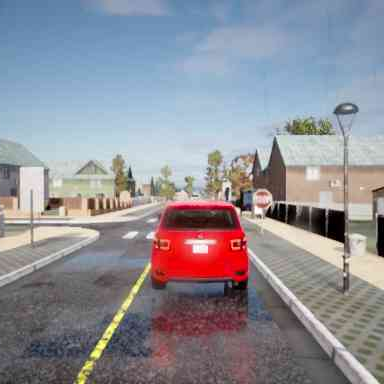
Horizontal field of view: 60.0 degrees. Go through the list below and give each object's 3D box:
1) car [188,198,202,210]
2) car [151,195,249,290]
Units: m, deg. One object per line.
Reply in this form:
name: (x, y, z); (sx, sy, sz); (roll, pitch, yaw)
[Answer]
car: (0.450, 1.622, 46.122); (1.812, 1.442, 4.674); (0, 0, 0)
car: (0.180, 1.220, 9.230); (2.150, 2.045, 5.566); (0, 0, 0)
